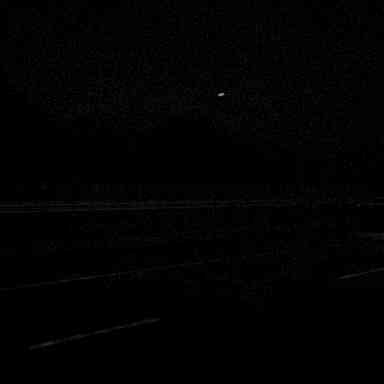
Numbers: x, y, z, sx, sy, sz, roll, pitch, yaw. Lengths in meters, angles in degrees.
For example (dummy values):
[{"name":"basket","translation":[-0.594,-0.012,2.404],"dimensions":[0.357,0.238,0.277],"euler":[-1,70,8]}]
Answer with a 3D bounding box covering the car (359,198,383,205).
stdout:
[{"name":"car","translation":[17.826,1.378,32.005],"dimensions":[4.553,1.767,2.097],"euler":[0,0,-32]}]
